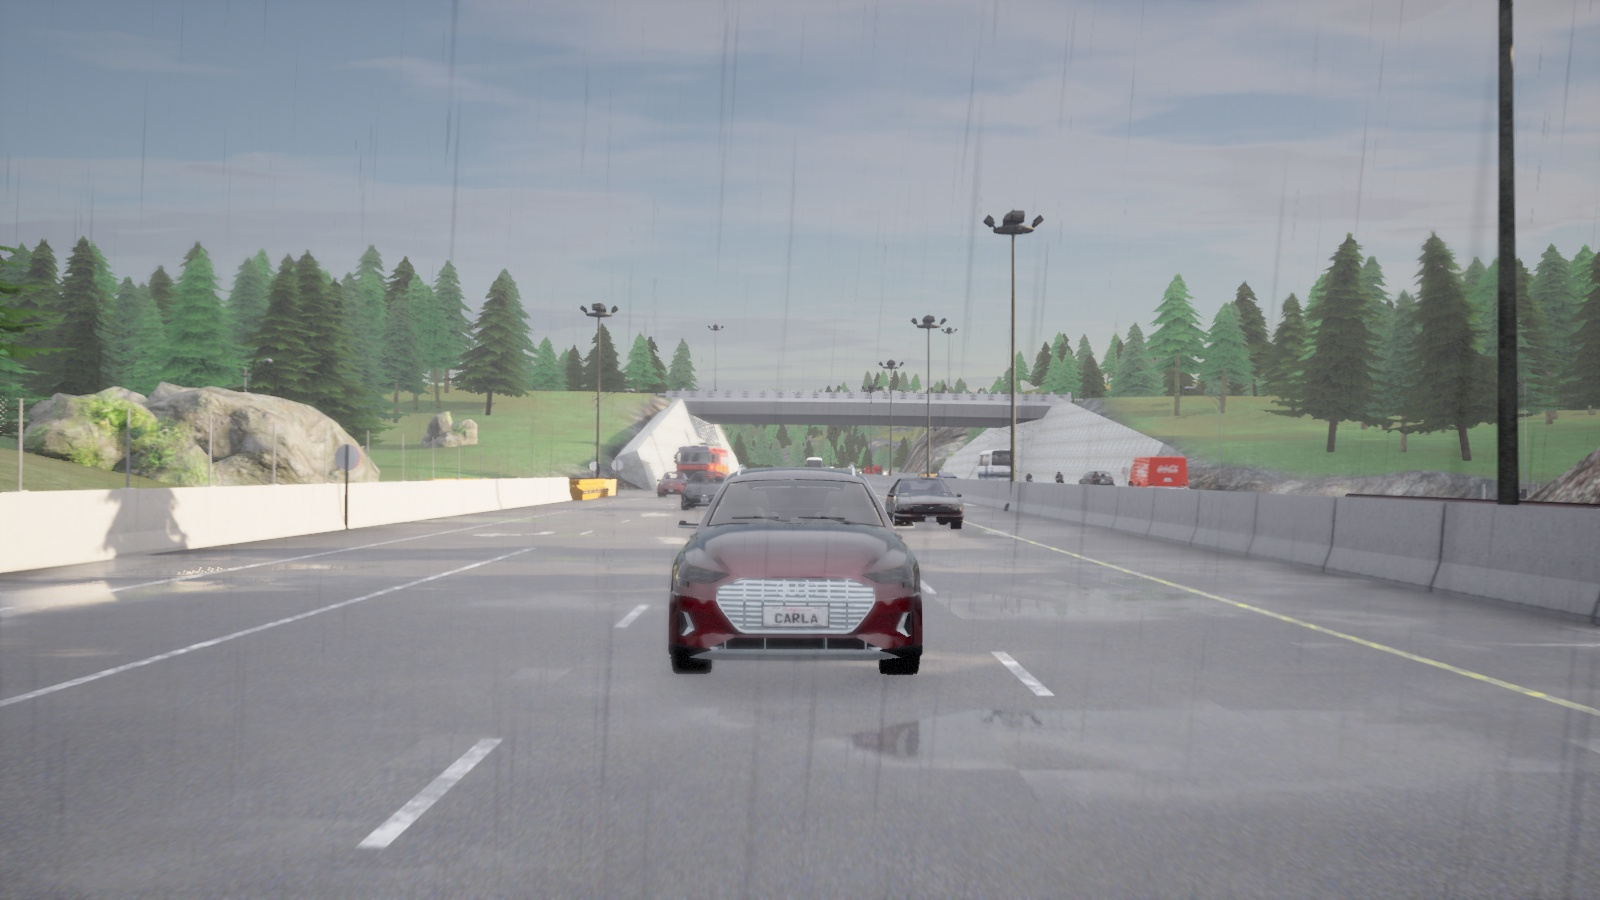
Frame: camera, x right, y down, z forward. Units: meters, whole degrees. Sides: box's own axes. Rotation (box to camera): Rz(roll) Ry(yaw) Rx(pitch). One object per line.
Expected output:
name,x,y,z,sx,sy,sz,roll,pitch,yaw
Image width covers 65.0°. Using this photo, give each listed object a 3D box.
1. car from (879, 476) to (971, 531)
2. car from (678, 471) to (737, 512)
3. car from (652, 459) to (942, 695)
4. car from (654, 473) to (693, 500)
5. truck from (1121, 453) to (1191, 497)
car,3.415,1.439,35.257,2.033,1.411,5.357,0,-1,0
car,-3.621,1.609,49.805,2.007,1.525,4.514,0,-1,0
car,-0.028,0.933,11.251,2.033,1.649,4.856,0,-1,0
car,-7.173,2.055,71.531,1.845,1.501,3.633,0,-1,0
truck,20.817,1.473,73.732,2.627,2.467,5.204,0,-1,0
